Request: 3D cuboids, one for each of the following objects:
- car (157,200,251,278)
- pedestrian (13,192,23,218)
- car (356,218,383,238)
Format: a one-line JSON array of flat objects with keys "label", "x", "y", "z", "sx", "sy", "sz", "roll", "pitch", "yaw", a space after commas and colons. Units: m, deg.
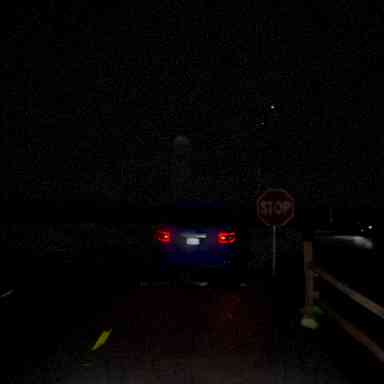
[{"label": "car", "x": 0.604, "y": 1.261, "z": 10.545, "sx": 2.150, "sy": 2.045, "sz": 5.566, "roll": 0, "pitch": 0, "yaw": 12}, {"label": "pedestrian", "x": -12.032, "y": 0.876, "z": 22.920, "sx": 0.375, "sy": 1.860, "sz": 0.375, "roll": 0, "pitch": 1, "yaw": 0}, {"label": "car", "x": 12.790, "y": 1.993, "z": 19.784, "sx": 5.357, "sy": 1.411, "sz": 2.033, "roll": 2, "pitch": 2, "yaw": 0}]
